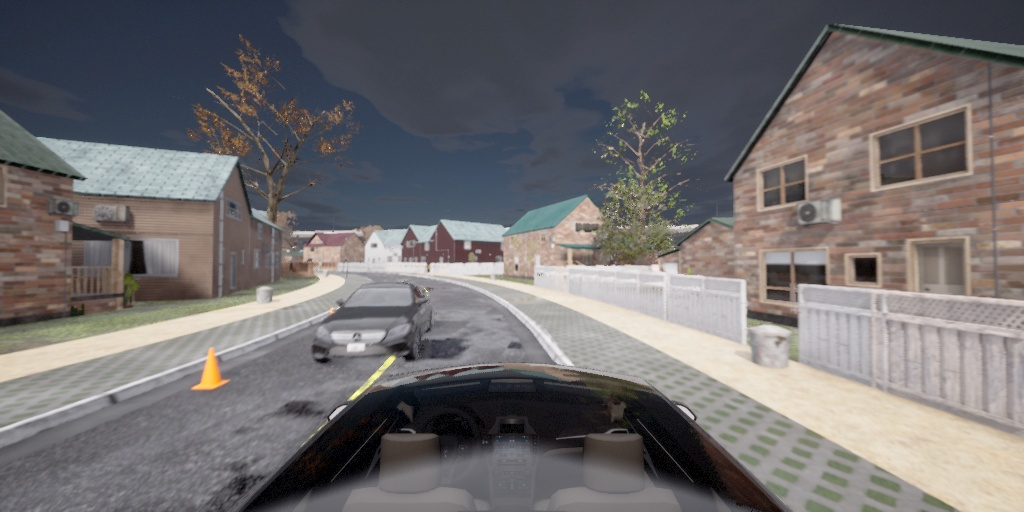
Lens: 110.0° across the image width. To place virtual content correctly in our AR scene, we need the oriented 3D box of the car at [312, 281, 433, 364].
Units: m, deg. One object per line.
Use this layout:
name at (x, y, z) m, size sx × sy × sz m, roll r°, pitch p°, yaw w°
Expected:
car at (-2.961, 1.354, 8.528) m, size 1.812 × 1.442 × 4.674 m, roll 0°, pitch -1°, yaw -7°

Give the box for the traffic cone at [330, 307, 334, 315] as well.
traffic cone at (-5.274, 1.805, 10.500) m, size 0.340 × 0.580 × 0.340 m, roll 0°, pitch 0°, yaw -8°

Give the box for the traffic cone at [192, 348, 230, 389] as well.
traffic cone at (-4.767, 1.754, 5.688) m, size 0.340 × 0.580 × 0.340 m, roll 0°, pitch 0°, yaw -4°
